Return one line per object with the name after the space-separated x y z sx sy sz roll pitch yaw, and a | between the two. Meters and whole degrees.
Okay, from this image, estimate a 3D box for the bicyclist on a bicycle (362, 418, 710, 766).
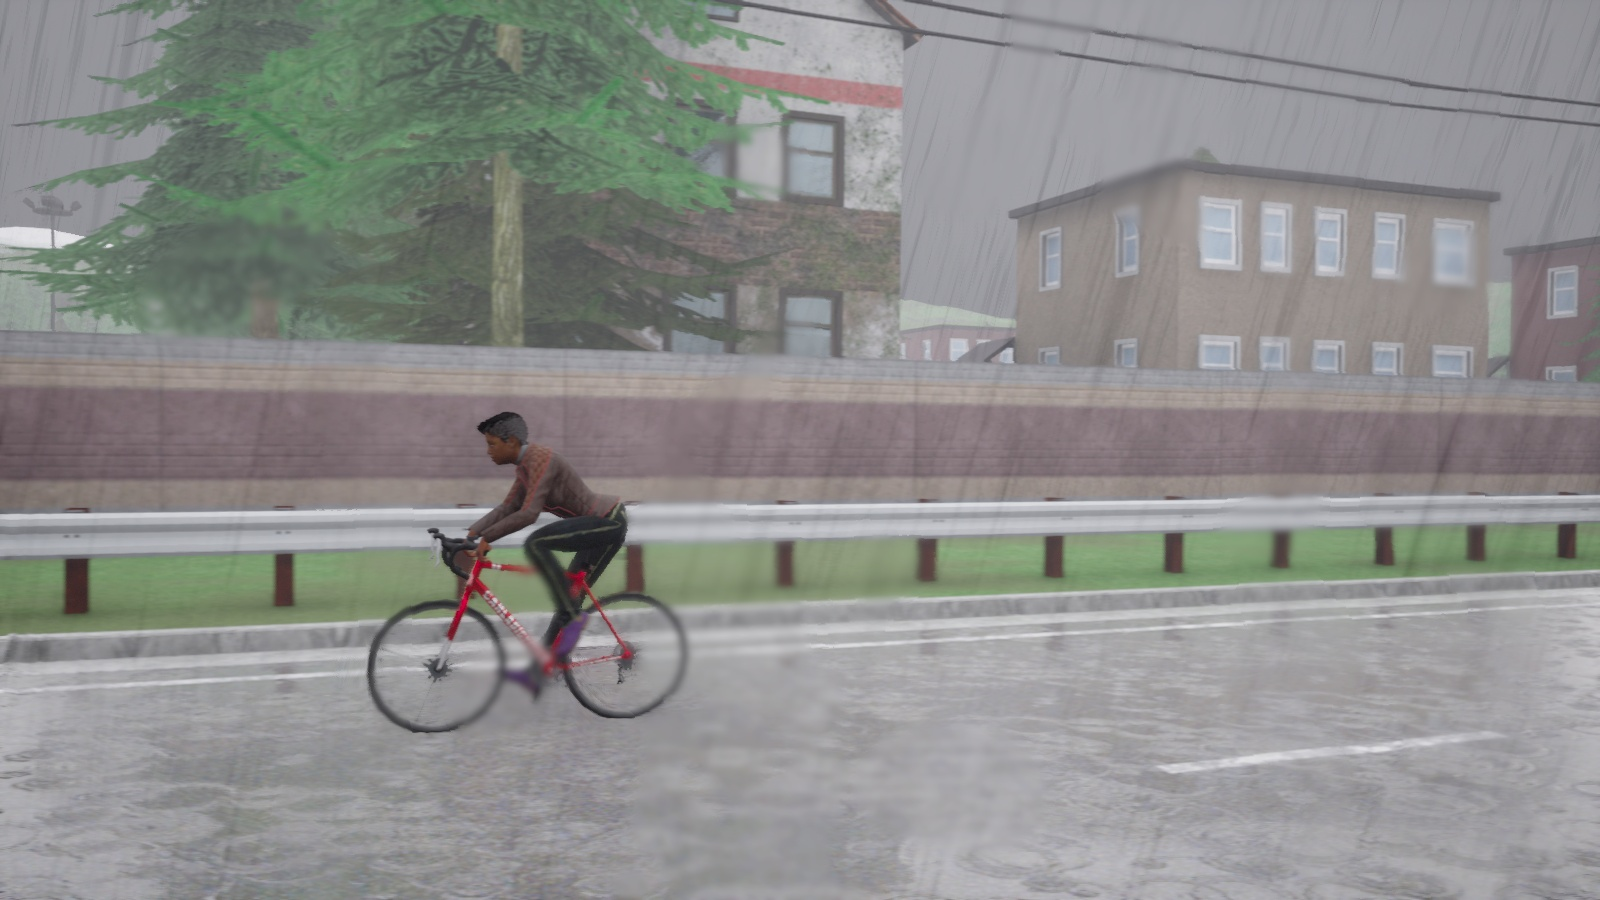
-1.354 0.660 6.468 1.656 1.620 0.582 -1 1 -21 | bicyclist on a bicycle
